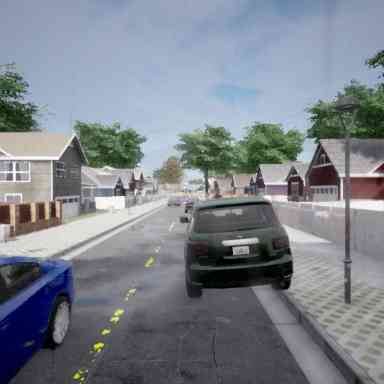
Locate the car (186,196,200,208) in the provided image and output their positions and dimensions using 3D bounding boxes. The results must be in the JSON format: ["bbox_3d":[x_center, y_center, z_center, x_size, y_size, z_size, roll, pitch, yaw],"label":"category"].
[{"bbox_3d":[0.182,1.416,46.601,1.882,1.535,5.008,0,0,1],"label":"car"}]

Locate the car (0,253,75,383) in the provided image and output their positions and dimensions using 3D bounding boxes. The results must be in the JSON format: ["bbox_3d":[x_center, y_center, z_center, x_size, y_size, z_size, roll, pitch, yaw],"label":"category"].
[{"bbox_3d":[-2.838,1.476,3.401,1.882,1.535,5.008,0,0,0],"label":"car"}]

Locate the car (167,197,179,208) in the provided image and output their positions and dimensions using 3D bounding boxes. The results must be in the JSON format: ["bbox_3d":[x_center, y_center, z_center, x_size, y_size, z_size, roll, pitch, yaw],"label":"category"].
[{"bbox_3d":[-2.591,1.483,48.210,2.033,1.411,5.357,0,0,0],"label":"car"}]

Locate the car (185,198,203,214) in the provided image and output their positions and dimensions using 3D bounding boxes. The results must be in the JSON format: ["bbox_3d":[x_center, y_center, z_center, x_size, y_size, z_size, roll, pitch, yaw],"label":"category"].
[{"bbox_3d":[0.189,1.461,36.234,1.837,1.490,4.892,0,0,0],"label":"car"}]

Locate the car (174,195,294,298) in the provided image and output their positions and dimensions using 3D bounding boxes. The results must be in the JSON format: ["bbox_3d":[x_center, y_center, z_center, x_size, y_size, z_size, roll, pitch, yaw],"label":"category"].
[{"bbox_3d":[0.902,1.143,8.673,2.150,2.045,5.566,-5,0,0],"label":"car"}]
